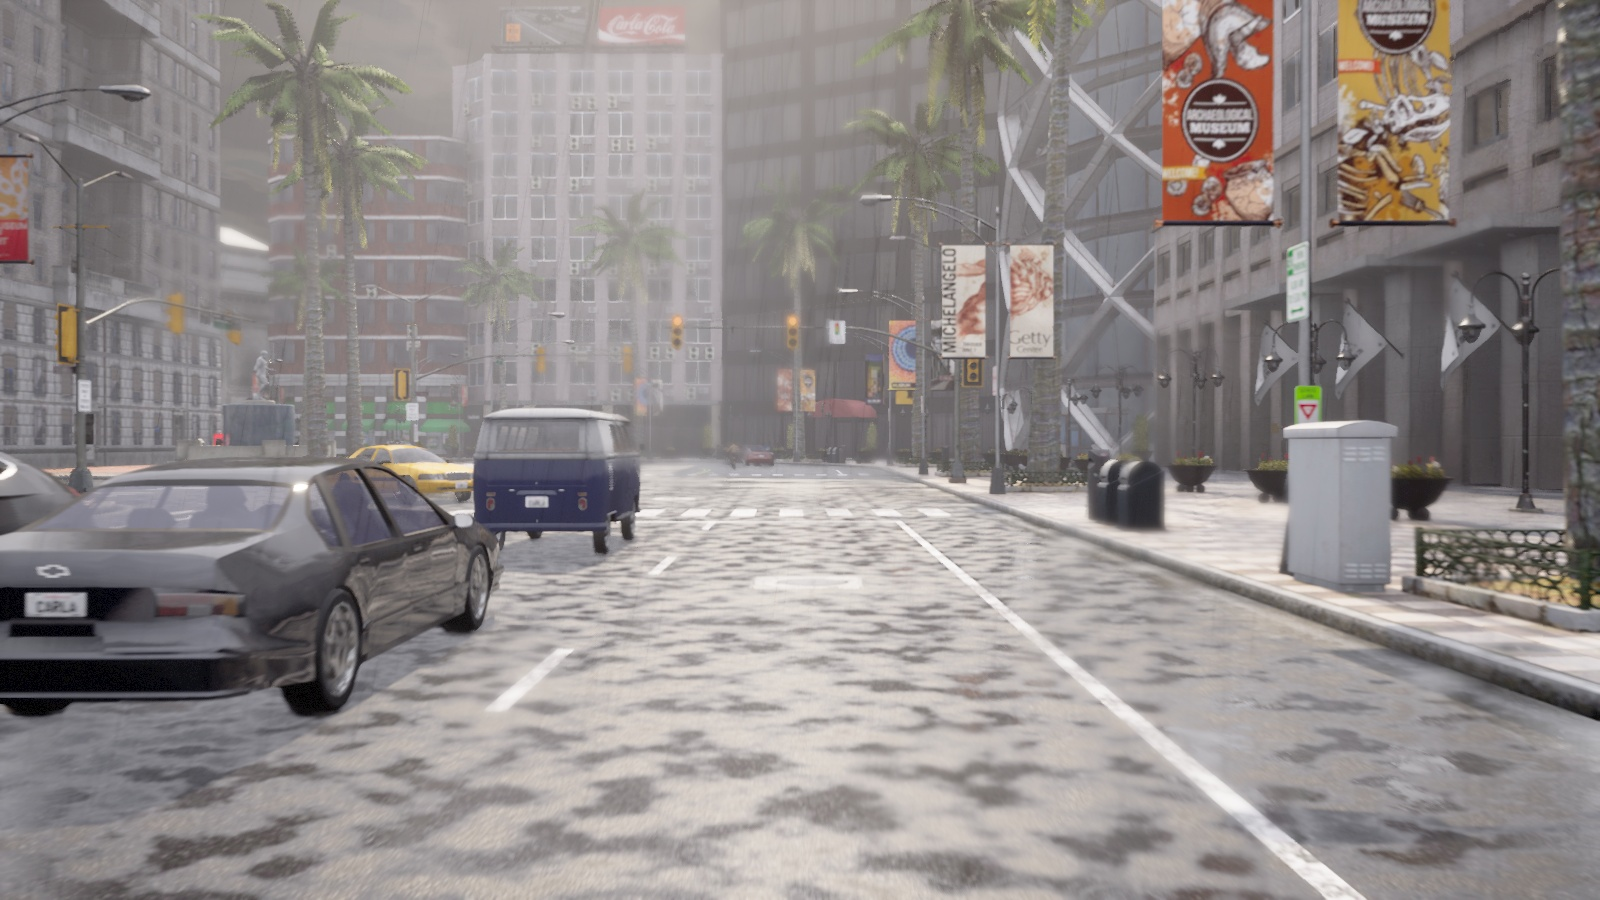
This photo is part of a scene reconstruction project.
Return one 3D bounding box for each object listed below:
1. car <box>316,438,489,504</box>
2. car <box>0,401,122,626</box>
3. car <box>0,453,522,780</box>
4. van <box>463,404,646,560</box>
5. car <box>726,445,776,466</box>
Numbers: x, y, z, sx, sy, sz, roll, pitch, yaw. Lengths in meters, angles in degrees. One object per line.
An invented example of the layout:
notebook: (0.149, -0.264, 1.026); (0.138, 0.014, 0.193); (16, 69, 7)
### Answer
car: (-10.433, 0.493, 32.708); (5.366, 1.575, 1.801); (0, 1, 42)
car: (-6.949, 0.473, 8.348); (2.152, 1.651, 5.027); (0, 0, 0)
car: (-3.448, 0.745, 8.264); (2.033, 1.411, 5.357); (0, 0, 0)
van: (-3.406, 0.394, 18.243); (1.775, 1.987, 4.442); (0, 0, 0)
car: (-3.264, 0.343, 82.497); (1.994, 1.385, 4.181); (0, 0, -22)
